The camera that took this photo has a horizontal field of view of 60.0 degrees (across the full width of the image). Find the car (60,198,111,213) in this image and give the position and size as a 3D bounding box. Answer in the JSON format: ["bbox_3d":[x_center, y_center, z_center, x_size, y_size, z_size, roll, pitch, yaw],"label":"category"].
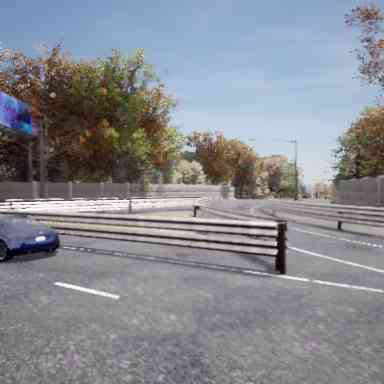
[{"bbox_3d":[-10.505,1.335,33.085,4.902,1.511,2.128,0,0,-36],"label":"car"}]

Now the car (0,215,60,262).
[{"bbox_3d":[-6.778,1.519,11.932,4.181,1.385,1.994,0,0,28],"label":"car"}]
